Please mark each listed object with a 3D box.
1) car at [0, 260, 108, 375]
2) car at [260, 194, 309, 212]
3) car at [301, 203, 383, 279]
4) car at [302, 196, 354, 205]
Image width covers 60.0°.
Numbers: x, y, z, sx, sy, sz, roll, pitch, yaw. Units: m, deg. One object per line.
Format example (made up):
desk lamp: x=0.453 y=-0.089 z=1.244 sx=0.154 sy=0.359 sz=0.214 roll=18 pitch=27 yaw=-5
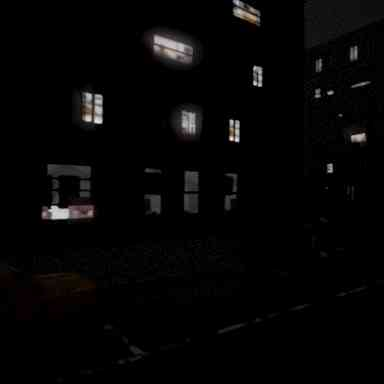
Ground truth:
car: x=-3.523 y=1.519 z=4.045 sx=4.829 sy=1.417 sz=1.752 roll=1 pitch=0 yaw=-35
car: x=10.296 y=1.186 z=37.485 sx=2.192 sy=1.841 sz=5.009 roll=2 pitch=0 yaw=-36
car: x=5.649 y=1.414 z=10.585 sx=5.009 sy=1.841 sz=2.192 roll=1 pitch=0 yaw=-35
car: x=13.510 y=1.286 z=32.993 sx=2.192 sy=1.841 sz=5.009 roll=2 pitch=0 yaw=-36
